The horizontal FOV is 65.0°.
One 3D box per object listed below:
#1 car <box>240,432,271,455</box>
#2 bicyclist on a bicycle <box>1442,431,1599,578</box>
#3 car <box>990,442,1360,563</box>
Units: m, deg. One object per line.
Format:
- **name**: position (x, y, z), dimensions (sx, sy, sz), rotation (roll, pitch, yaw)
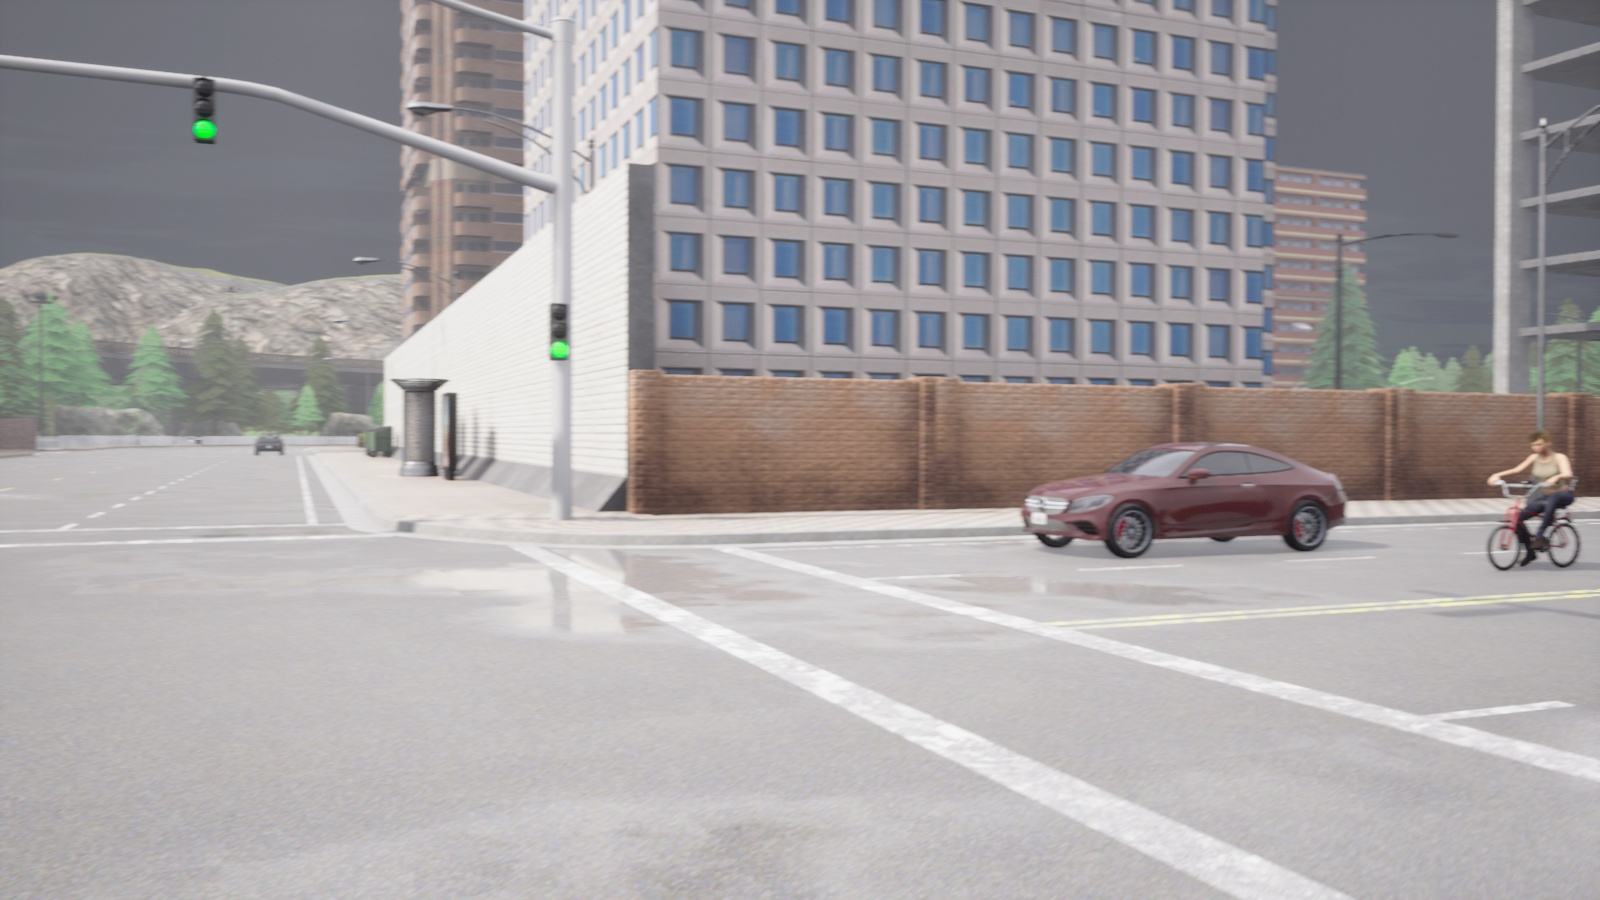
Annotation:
- **car**: position (-35.310, -0.400, 81.498), dimensions (1.816, 1.474, 4.193), rotation (0, 0, -22)
- **bicyclist on a bicycle**: position (8.347, 0.593, 14.500), dimensions (1.509, 1.612, 0.866), rotation (0, 1, -22)
- **car**: position (5.058, 0.634, 16.930), dimensions (4.674, 1.442, 1.812), rotation (0, 1, -23)
